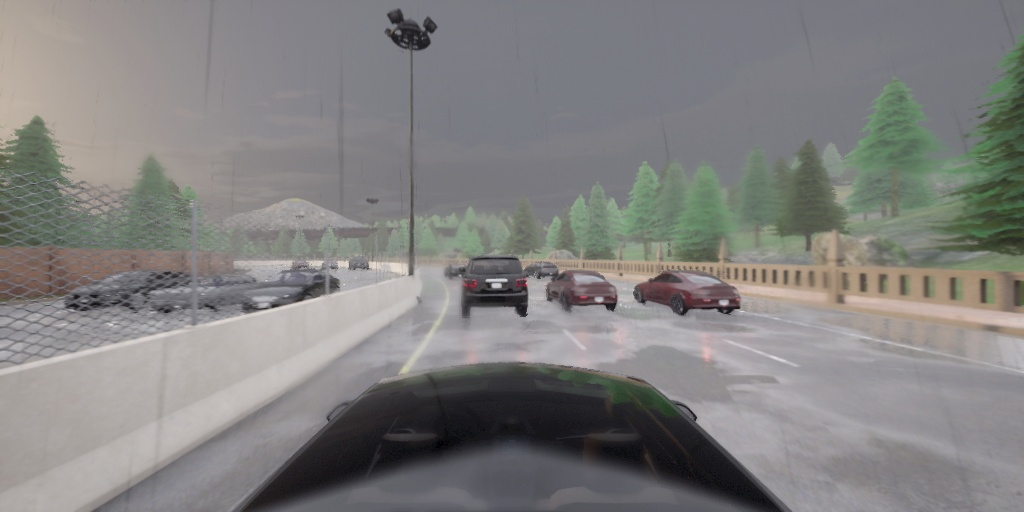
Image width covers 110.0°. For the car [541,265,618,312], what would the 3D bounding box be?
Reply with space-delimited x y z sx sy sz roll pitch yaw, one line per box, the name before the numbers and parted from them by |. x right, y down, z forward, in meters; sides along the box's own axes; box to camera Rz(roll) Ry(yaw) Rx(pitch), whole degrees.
car | 2.610 1.272 14.141 1.812 1.442 4.674 0 0 -7

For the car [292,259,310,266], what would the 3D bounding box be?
car | -31.382 1.263 53.321 2.097 1.767 4.553 0 0 -35

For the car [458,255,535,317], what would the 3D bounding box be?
car | -0.765 0.981 13.369 2.150 2.045 5.566 0 0 -7

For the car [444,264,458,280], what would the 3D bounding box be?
car | -5.016 1.389 32.488 1.895 1.301 4.718 0 0 -18

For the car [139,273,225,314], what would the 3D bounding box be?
car | -11.669 1.407 14.329 1.895 1.301 4.718 0 0 -9

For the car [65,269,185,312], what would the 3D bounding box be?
car | -15.330 1.326 14.902 1.837 1.490 4.892 0 0 -10

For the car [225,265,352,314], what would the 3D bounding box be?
car | -8.101 1.282 13.693 2.128 1.511 4.902 0 0 -8

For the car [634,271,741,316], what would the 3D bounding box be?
car | 6.228 1.256 13.233 1.812 1.442 4.674 0 0 -6

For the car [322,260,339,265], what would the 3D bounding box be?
car | -26.860 1.396 53.016 1.837 1.490 4.892 0 0 -34

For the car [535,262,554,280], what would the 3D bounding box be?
car | 2.530 1.248 31.559 2.128 1.511 4.902 0 0 -16

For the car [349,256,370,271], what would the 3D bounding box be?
car | -22.550 1.092 52.850 2.150 2.045 5.566 0 0 -32
